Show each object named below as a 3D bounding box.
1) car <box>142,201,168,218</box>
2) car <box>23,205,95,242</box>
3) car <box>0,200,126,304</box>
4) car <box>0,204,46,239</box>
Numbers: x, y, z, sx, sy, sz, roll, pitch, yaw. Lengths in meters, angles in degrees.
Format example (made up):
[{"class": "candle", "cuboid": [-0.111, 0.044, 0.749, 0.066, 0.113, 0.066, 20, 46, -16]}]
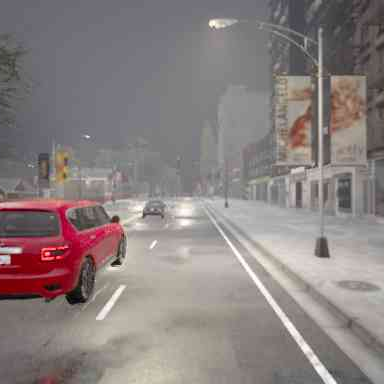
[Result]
[{"class": "car", "cuboid": [-3.154, 1.457, 28.801, 2.033, 1.411, 5.357, 0, 0, 0]}, {"class": "car", "cuboid": [-6.524, 1.478, 16.948, 1.812, 1.442, 4.674, 0, 0, 0]}, {"class": "car", "cuboid": [-3.151, 1.201, 8.189, 2.150, 2.045, 5.566, 0, 0, 0]}, {"class": "car", "cuboid": [-9.766, 1.458, 17.714, 1.837, 1.490, 4.892, 0, 0, 0]}]
